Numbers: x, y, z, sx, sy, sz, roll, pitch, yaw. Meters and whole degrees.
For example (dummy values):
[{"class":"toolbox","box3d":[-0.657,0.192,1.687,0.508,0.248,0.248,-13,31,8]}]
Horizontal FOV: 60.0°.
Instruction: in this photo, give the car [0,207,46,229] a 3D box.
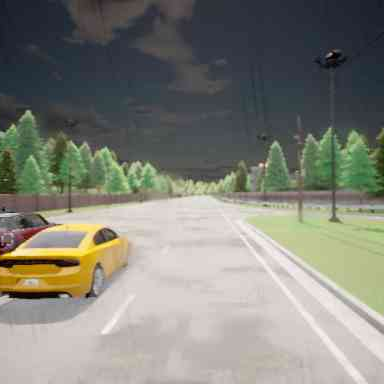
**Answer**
[{"class":"car","box3d":[-6.300,1.535,12.231,2.097,1.767,4.553,-1,0,3]}]

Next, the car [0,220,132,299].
[{"class":"car","box3d":[-2.946,1.588,8.814,1.882,1.535,5.008,-1,0,3]}]
